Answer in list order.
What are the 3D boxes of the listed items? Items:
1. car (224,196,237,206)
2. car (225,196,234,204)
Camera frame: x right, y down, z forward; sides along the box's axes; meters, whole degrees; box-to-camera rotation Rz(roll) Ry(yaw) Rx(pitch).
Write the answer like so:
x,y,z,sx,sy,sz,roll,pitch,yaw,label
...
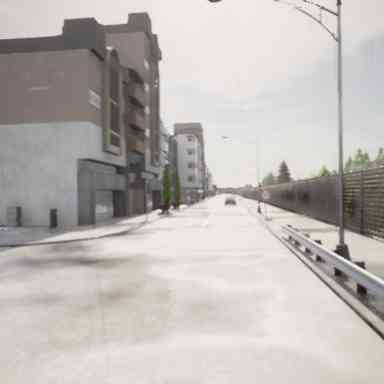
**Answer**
x,y,z,sx,sy,sz,roll,pitch,yaw,label
6.222,1.508,53.762,1.812,1.442,4.674,-1,0,6,car
7.484,1.506,66.229,1.812,1.442,4.674,-1,0,6,car
